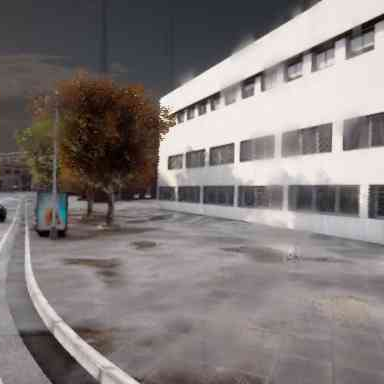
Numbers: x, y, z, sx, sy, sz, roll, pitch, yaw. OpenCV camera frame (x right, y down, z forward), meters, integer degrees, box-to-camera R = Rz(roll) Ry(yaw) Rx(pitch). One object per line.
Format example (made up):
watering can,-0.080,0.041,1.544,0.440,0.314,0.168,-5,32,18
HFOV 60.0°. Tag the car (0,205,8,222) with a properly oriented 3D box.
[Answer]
car,-18.900,1.967,31.859,1.882,1.535,5.008,2,-1,-27
